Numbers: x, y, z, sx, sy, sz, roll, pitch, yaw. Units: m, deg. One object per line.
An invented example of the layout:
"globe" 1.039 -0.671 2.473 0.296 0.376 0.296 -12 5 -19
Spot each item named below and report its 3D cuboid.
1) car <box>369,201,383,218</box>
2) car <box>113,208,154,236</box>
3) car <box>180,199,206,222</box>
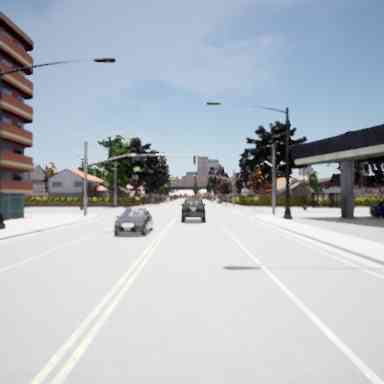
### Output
"car" 20.296 1.729 33.186 4.611 1.667 2.242 0 -1 1
"car" -3.488 1.762 20.464 2.128 1.511 4.902 0 -1 0
"car" 0.122 1.615 30.164 2.150 2.045 5.566 0 -1 0
